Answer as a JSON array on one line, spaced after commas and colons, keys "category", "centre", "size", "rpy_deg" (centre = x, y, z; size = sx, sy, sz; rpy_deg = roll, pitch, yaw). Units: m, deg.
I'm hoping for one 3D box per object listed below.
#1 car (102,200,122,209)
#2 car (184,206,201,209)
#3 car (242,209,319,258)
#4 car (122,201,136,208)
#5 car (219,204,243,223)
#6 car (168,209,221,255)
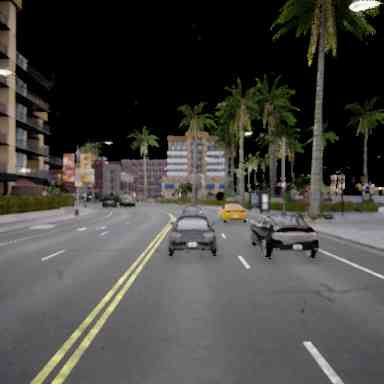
[{"category": "car", "centre": [-14.661, 2.199, 59.325], "size": [2.033, 1.411, 5.357], "rpy_deg": [0, -1, -26]}, {"category": "car", "centre": [0.020, 1.850, 27.490], "size": [2.033, 1.411, 5.357], "rpy_deg": [0, -1, 0]}, {"category": "car", "centre": [3.537, 1.642, 13.484], "size": [2.128, 1.511, 4.902], "rpy_deg": [0, 0, 1]}, {"category": "car", "centre": [-11.890, 2.277, 61.583], "size": [1.895, 1.301, 4.718], "rpy_deg": [0, -1, -27]}, {"category": "car", "centre": [3.485, 1.798, 29.229], "size": [1.882, 1.535, 5.008], "rpy_deg": [0, 0, -1]}, {"category": "car", "centre": [0.042, 1.679, 13.885], "size": [1.812, 1.442, 4.674], "rpy_deg": [0, 0, 1]}]
